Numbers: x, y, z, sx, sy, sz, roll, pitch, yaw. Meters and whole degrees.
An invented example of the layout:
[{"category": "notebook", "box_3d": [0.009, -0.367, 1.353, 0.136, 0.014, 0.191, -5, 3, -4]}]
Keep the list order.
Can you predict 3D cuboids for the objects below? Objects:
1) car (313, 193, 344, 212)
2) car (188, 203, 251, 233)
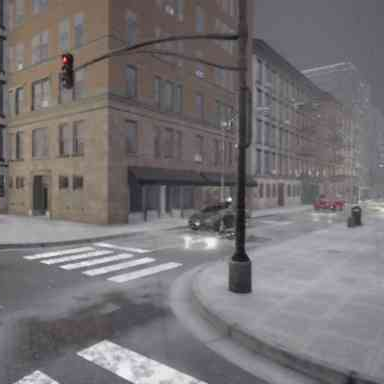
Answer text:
[{"category": "car", "box_3d": [15.572, 1.149, 37.734, 2.150, 2.045, 5.566, 1, 0, 37]}, {"category": "car", "box_3d": [1.715, 1.403, 19.080, 1.837, 1.490, 4.892, 1, 1, 37]}]
